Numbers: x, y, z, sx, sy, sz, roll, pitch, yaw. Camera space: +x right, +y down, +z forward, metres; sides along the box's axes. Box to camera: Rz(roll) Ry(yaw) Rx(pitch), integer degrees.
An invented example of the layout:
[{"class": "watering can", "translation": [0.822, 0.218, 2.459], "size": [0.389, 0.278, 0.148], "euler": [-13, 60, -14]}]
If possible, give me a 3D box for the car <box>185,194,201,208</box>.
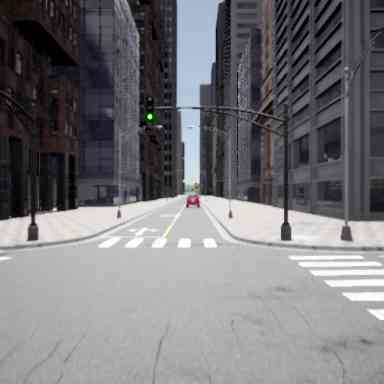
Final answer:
[{"class": "car", "translation": [0.161, 1.405, 52.746], "size": [2.150, 2.045, 5.566], "euler": [0, 0, 0]}]
